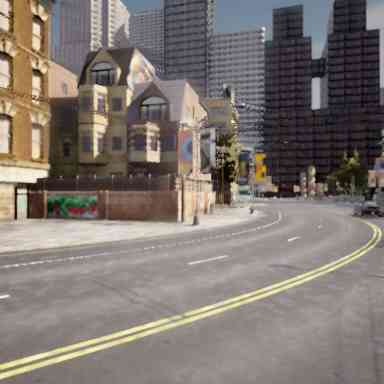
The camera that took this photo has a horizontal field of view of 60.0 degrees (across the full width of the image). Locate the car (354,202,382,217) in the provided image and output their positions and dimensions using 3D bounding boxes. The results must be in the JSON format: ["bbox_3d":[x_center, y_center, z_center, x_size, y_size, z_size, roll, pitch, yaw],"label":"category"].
[{"bbox_3d":[18.339,1.814,34.865,1.837,1.490,4.892,0,0,15],"label":"car"}]
